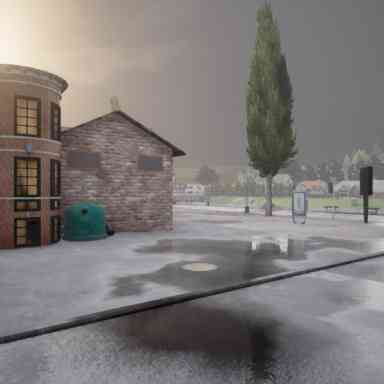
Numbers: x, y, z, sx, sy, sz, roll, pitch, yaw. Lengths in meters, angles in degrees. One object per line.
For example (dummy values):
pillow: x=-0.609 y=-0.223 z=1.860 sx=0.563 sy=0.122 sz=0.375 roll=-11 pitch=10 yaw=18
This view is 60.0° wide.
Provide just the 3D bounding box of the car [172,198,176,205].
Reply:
car: x=-4.625 y=1.541 z=60.363 sx=1.812 sy=1.442 sz=4.674 roll=0 pitch=0 yaw=-35
